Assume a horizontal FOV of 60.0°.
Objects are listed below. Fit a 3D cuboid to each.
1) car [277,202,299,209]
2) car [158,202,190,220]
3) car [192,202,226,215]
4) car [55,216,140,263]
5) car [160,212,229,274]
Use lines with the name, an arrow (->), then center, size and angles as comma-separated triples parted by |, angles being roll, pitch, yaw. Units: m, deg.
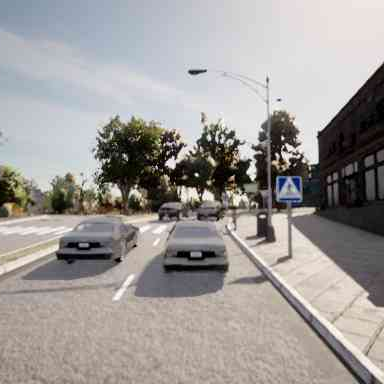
car -> 23.538, 3.418, 81.772 | 2.150, 2.045, 5.566 | 4, -6, -38
car -> -1.460, 1.666, 28.824 | 1.837, 1.490, 4.892 | -1, -2, 14
car -> 1.703, 1.583, 27.985 | 2.128, 1.511, 4.902 | -1, -1, 14
car -> -3.168, 1.607, 12.223 | 2.033, 1.411, 5.357 | 0, 0, 0
car -> 0.085, 1.603, 10.751 | 2.033, 1.411, 5.357 | 0, 0, 0
